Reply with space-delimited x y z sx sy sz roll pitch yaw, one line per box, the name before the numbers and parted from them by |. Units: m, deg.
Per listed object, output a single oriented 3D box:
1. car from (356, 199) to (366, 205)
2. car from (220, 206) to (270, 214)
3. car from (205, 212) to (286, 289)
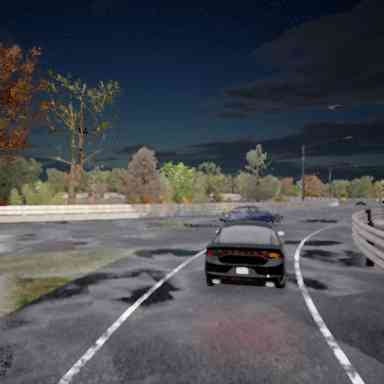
car | 37.226 2.282 73.245 1.895 1.301 4.718 0 -1 26
car | 4.508 1.765 25.007 5.357 1.411 2.033 0 -1 -34
car | 1.611 1.561 9.552 1.882 1.535 5.008 0 0 12
